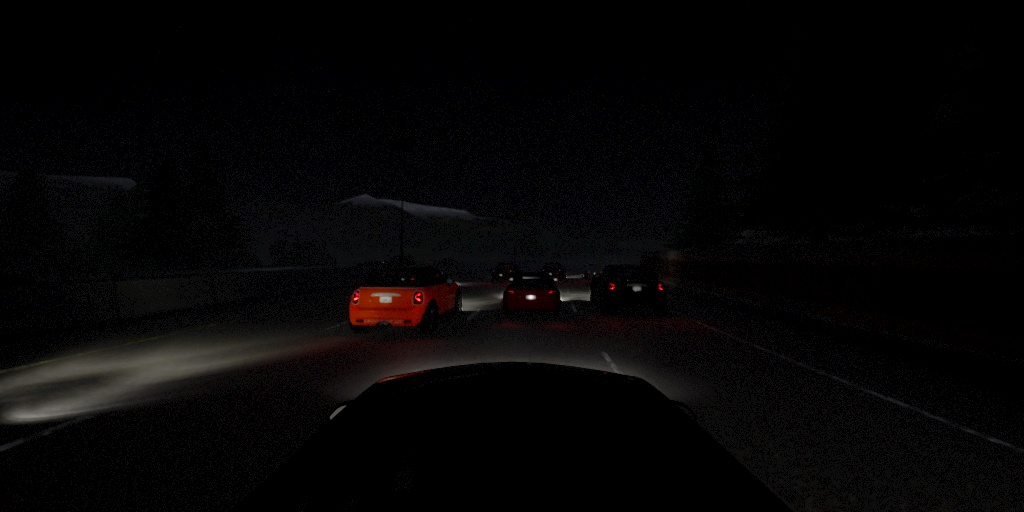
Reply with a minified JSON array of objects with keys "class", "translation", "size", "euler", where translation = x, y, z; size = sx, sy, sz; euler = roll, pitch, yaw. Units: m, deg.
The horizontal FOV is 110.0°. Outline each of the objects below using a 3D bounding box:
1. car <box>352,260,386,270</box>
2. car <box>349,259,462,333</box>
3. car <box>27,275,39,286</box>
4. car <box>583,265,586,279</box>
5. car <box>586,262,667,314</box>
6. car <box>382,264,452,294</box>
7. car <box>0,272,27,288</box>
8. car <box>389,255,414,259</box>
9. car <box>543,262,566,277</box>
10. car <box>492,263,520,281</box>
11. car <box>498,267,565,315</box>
[{"class":"car","translation":[-20.138,1.242,50.838],"size":[1.895,1.301,4.718],"euler":[0,0,18]},{"class":"car","translation":[-2.936,1.084,10.881],"size":[2.097,1.767,4.553],"euler":[0,0,4]},{"class":"car","translation":[-20.552,1.156,12.599],"size":[1.882,1.535,5.008],"euler":[0,0,5]},{"class":"car","translation":[7.496,1.268,32.251],"size":[1.812,1.442,4.674],"euler":[0,0,14]},{"class":"car","translation":[4.345,1.103,14.008],"size":[2.097,1.767,4.553],"euler":[0,0,5]},{"class":"car","translation":[-5.388,1.262,21.175],"size":[2.033,1.411,5.357],"euler":[0,0,8]},{"class":"car","translation":[-6.796,1.082,1.946],"size":[2.097,1.767,4.553],"euler":[0,0,0]},{"class":"car","translation":[-16.194,0.875,51.569],"size":[2.150,2.045,5.566],"euler":[0,0,19]},{"class":"car","translation":[3.556,1.257,30.801],"size":[1.812,1.442,4.674],"euler":[0,0,12]},{"class":"car","translation":[-0.367,1.247,29.206],"size":[1.812,1.442,4.674],"euler":[0,0,12]},{"class":"car","translation":[0.798,1.304,13.639],"size":[1.994,1.385,4.181],"euler":[0,0,5]}]
